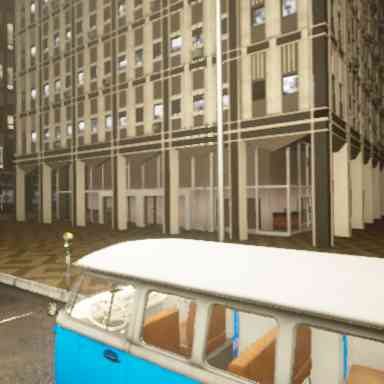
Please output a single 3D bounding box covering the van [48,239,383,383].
[{"bbox_3d":[0.604,1.347,2.455,3.998,1.788,1.690,0,-1,36],"label":"van"}]
